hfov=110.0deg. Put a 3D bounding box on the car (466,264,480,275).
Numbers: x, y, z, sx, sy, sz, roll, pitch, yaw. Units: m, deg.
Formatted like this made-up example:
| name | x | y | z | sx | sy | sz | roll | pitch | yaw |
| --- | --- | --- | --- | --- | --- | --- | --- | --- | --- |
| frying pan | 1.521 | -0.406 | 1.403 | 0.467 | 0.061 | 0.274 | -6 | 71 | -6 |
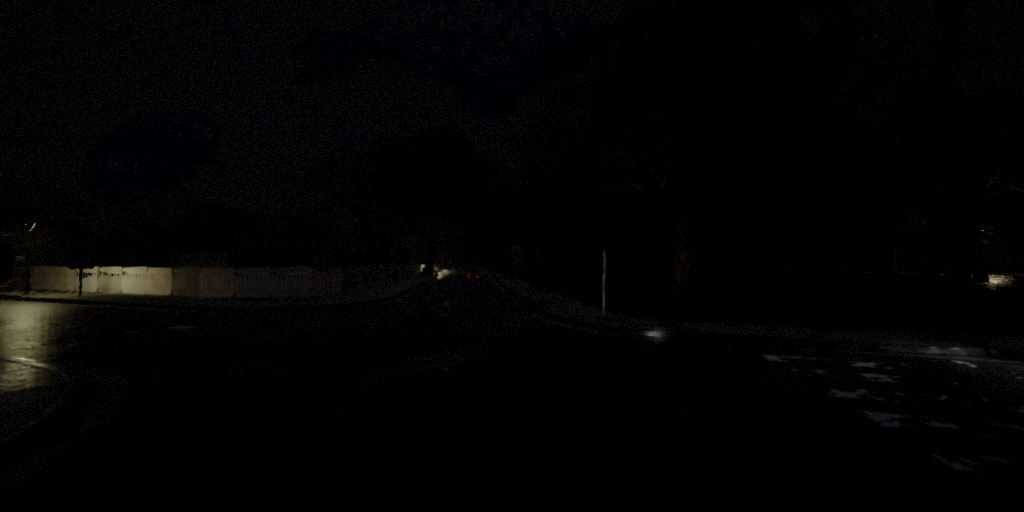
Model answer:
| name | x | y | z | sx | sy | sz | roll | pitch | yaw |
| --- | --- | --- | --- | --- | --- | --- | --- | --- | --- |
| car | -5.968 | 2.092 | 54.667 | 1.812 | 1.442 | 4.674 | 0 | -1 | -7 |
